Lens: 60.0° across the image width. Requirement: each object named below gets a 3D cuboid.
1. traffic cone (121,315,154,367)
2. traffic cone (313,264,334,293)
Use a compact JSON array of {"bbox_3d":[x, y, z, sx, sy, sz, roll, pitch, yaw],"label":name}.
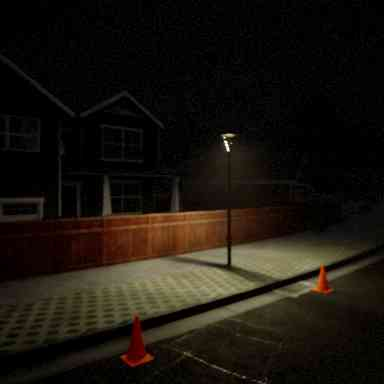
[{"bbox_3d":[-0.742,1.963,4.503,0.340,0.580,0.340,0,0,-38],"label":"traffic cone"},{"bbox_3d":[2.996,1.951,7.587,0.340,0.580,0.340,0,0,-41],"label":"traffic cone"}]
